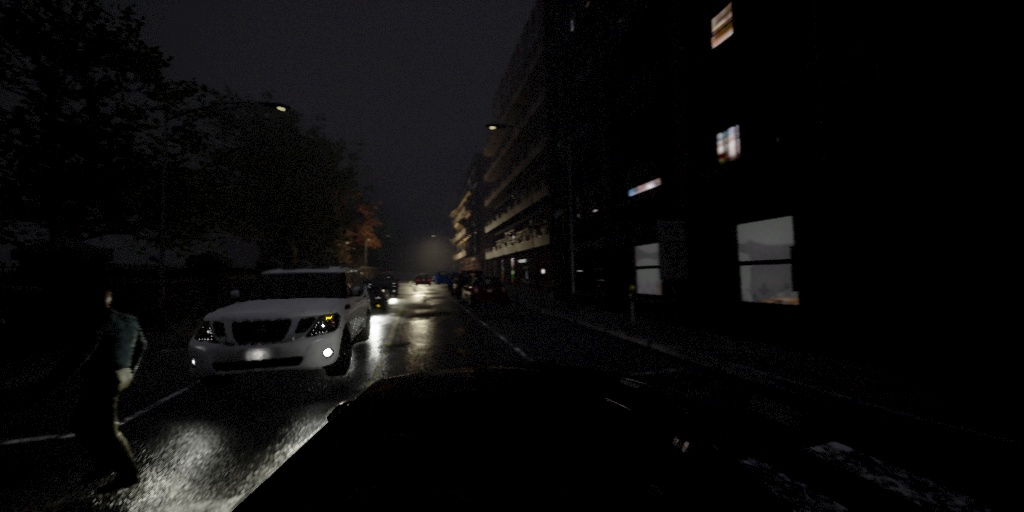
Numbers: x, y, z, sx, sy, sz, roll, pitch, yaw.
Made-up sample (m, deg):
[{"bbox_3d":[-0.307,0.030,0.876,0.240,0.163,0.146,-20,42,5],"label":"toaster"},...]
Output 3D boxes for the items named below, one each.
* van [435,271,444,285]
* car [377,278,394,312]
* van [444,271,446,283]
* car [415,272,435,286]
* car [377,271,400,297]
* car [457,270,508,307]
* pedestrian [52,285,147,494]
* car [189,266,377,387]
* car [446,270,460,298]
[{"bbox_3d":[-8.763,2.779,45.987,1.690,1.789,3.998,0,0,-15],"label":"van"},{"bbox_3d":[-7.124,1.971,17.664,1.994,1.385,4.181,-1,-2,-15],"label":"car"},{"bbox_3d":[-4.452,2.135,29.999,1.690,1.789,3.998,0,0,-15],"label":"van"},{"bbox_3d":[-11.083,2.981,44.664,2.033,1.411,5.357,0,-2,-15],"label":"car"},{"bbox_3d":[-9.734,2.149,27.356,2.097,1.767,4.553,-1,-2,-15],"label":"car"},{"bbox_3d":[-1.578,1.805,19.341,1.967,1.591,4.097,0,0,-15],"label":"car"},{"bbox_3d":[-3.667,1.127,3.206,0.375,1.860,0.375,1,-3,-15],"label":"pedestrian"},{"bbox_3d":[-4.549,1.243,8.079,2.150,2.045,5.566,-1,-2,-15],"label":"car"},{"bbox_3d":[-3.015,1.895,24.670,2.192,1.841,5.009,0,0,-15],"label":"car"}]
